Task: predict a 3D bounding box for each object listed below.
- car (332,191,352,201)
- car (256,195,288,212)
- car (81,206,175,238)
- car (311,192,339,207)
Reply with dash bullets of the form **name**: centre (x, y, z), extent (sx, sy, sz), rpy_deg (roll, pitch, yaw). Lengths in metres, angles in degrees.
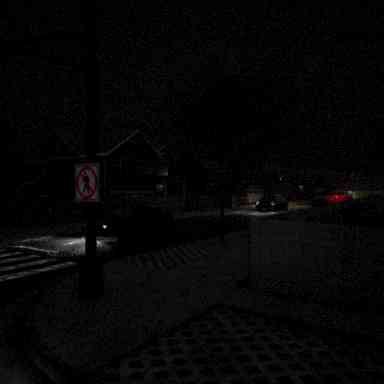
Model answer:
- **car**: centre (21.892, 0.800, 48.705), extent (2.150, 2.045, 5.566), rpy_deg (0, 1, 38)
- **car**: centre (8.254, 1.092, 34.227), extent (2.097, 1.767, 4.553), rpy_deg (0, 1, 34)
- **car**: centre (-3.069, 1.451, 17.411), extent (2.033, 1.411, 5.357), rpy_deg (0, 1, 34)
- **car**: centre (16.044, 1.144, 40.542), extent (1.882, 1.535, 5.008), rpy_deg (0, 1, 35)
